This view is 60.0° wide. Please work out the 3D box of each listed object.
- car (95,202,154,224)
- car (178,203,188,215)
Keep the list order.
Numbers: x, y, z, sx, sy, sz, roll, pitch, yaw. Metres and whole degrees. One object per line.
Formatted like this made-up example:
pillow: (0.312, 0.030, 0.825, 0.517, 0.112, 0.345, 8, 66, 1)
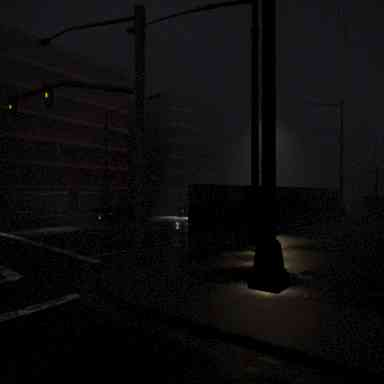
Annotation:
car: (-4.902, 1.491, 24.766, 2.128, 1.511, 4.902, 0, 0, 35)
car: (0.537, 1.505, 32.511, 1.837, 1.490, 4.892, 0, 0, 35)
